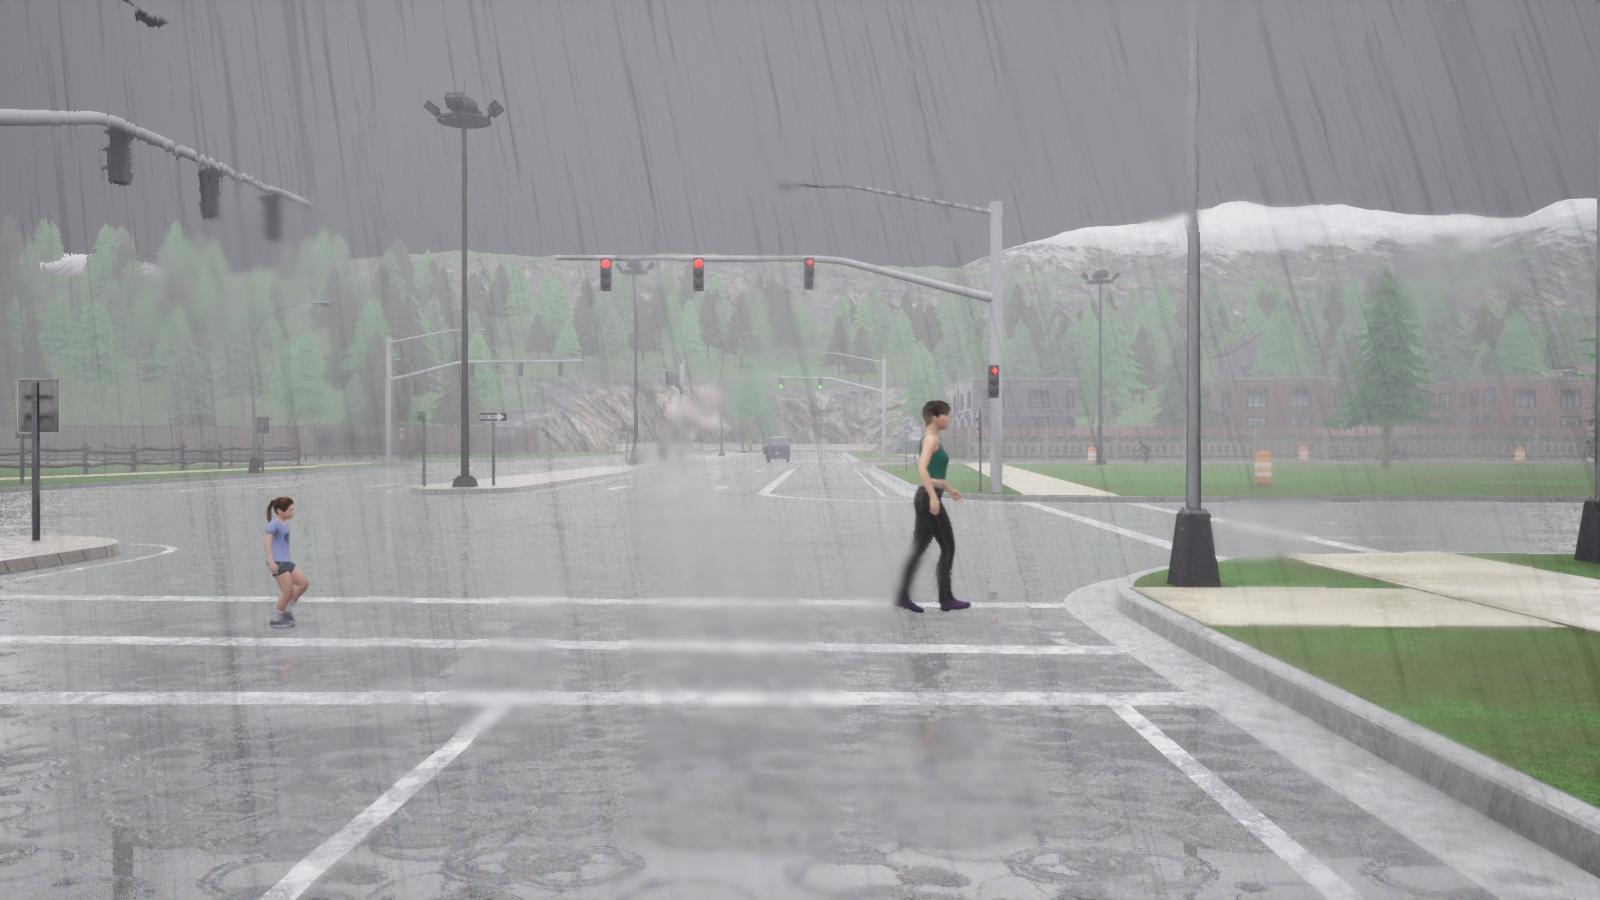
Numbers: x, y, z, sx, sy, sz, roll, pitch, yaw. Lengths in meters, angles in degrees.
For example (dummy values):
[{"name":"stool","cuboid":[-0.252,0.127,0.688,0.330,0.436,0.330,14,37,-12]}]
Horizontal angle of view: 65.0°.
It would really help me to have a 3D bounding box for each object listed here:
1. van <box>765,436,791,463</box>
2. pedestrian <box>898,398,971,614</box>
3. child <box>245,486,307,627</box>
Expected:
[{"name":"van","cuboid":[-1.637,-0.042,95.732,1.775,1.987,4.442,0,0,1]},{"name":"pedestrian","cuboid":[1.157,0.475,10.843,0.594,1.836,0.345,0,0,1]},{"name":"child","cuboid":[-4.237,0.855,10.161,0.394,1.110,0.255,0,0,-4]}]
